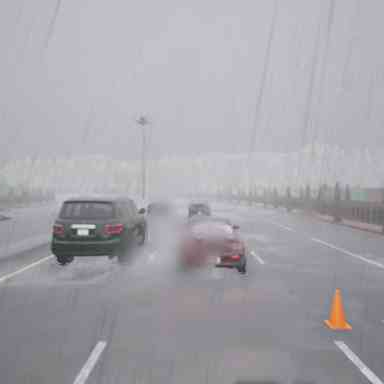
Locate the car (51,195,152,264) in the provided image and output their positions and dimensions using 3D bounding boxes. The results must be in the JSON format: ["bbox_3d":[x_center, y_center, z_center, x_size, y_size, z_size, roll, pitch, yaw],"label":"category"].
[{"bbox_3d":[-2.951,1.174,11.709,2.150,2.045,5.566,0,0,0],"label":"car"}]

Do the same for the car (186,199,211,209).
[{"bbox_3d":[0.602,1.394,28.990,1.837,1.490,4.892,0,0,0],"label":"car"}]

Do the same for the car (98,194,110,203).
[{"bbox_3d":[-16.068,1.215,60.814,1.882,1.535,5.008,0,0,-12],"label":"car"}]

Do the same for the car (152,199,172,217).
[{"bbox_3d":[-2.893,1.357,30.305,1.882,1.535,5.008,0,0,0],"label":"car"}]

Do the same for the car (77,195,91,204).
[{"bbox_3d":[-19.400,1.240,59.729,1.837,1.490,4.892,0,0,-12],"label":"car"}]

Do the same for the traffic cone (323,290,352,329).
[{"bbox_3d":[2.444,1.940,5.593,0.340,0.580,0.340,0,0,0],"label":"traffic cone"}]

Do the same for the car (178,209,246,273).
[{"bbox_3d":[0.547,1.488,10.437,1.812,1.442,4.674,0,0,0],"label":"car"}]

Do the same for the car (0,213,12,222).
[{"bbox_3d":[-10.139,1.491,15.340,1.994,1.385,4.181,0,0,0],"label":"car"}]

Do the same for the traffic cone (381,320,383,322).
[{"bbox_3d":[3.444,1.941,5.590,0.340,0.580,0.340,0,0,0],"label":"traffic cone"}]

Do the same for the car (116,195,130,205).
[{"bbox_3d":[-11.506,1.257,55.881,2.128,1.511,4.902,0,0,-9],"label":"car"}]
